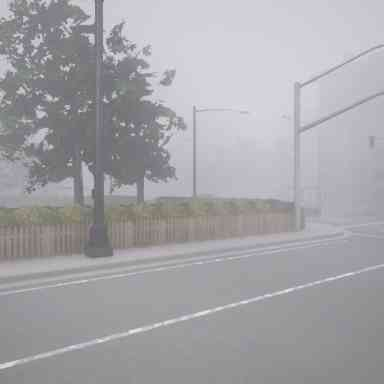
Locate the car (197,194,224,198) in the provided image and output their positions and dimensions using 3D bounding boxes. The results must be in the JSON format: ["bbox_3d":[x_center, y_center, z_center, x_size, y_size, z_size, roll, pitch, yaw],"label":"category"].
[{"bbox_3d":[2.583,1.223,41.169,2.150,2.045,5.566,0,0,-35],"label":"car"}]

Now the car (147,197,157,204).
[{"bbox_3d":[-5.679,1.564,53.208,1.994,1.385,4.181,0,0,-34],"label":"car"}]

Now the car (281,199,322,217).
[{"bbox_3d":[9.618,1.478,31.006,1.882,1.535,5.008,0,0,-35],"label":"car"}]
